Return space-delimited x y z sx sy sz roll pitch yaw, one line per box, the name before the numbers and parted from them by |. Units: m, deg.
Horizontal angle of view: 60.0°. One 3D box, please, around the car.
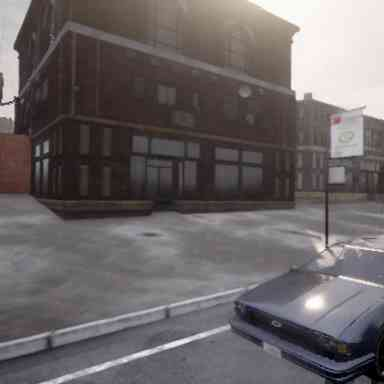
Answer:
car | 3.152 1.546 5.615 5.357 1.411 2.033 0 0 -35
